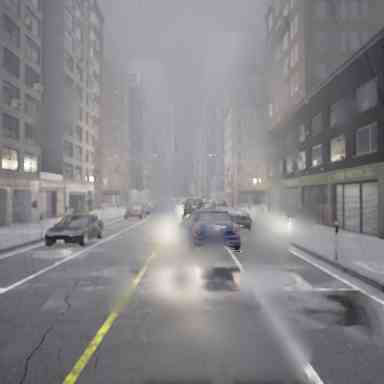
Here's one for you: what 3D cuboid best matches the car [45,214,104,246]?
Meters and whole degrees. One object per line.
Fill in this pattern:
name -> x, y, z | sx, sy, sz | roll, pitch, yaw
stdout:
car -> -5.609, 1.768, 16.380 | 1.947, 1.339, 4.313 | 0, -1, 0

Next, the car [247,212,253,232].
car -> 2.938, 1.821, 21.883 | 2.008, 1.369, 4.403 | 0, -1, 0

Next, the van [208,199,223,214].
van -> 3.022, 1.883, 43.979 | 1.690, 1.788, 3.998 | 0, -1, 0

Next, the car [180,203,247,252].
car -> 0.681, 1.538, 15.035 | 2.097, 1.767, 4.553 | 0, -1, -8

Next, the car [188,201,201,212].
car -> 0.275, 2.119, 48.151 | 1.812, 1.442, 4.674 | 0, -1, 0

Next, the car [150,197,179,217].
car -> -2.959, 1.678, 37.012 | 2.150, 2.045, 5.566 | 0, -1, 0

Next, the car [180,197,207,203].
car -> 0.219, 1.633, 33.527 | 2.150, 2.045, 5.566 | 0, -1, 0

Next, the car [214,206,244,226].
car -> 2.959, 1.889, 27.406 | 2.008, 1.369, 4.403 | 0, -1, 0

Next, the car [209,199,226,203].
car -> 3.001, 1.789, 38.456 | 2.192, 1.841, 5.009 | 0, -1, 0

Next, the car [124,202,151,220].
car -> -5.546, 1.988, 32.954 | 1.802, 1.307, 4.206 | 0, -1, 0

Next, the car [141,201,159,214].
car -> -5.504, 1.982, 44.005 | 1.967, 1.590, 4.097 | 0, -1, 0

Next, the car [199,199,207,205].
car -> 2.903, 2.548, 87.865 | 1.967, 1.590, 4.097 | 0, -1, -1
